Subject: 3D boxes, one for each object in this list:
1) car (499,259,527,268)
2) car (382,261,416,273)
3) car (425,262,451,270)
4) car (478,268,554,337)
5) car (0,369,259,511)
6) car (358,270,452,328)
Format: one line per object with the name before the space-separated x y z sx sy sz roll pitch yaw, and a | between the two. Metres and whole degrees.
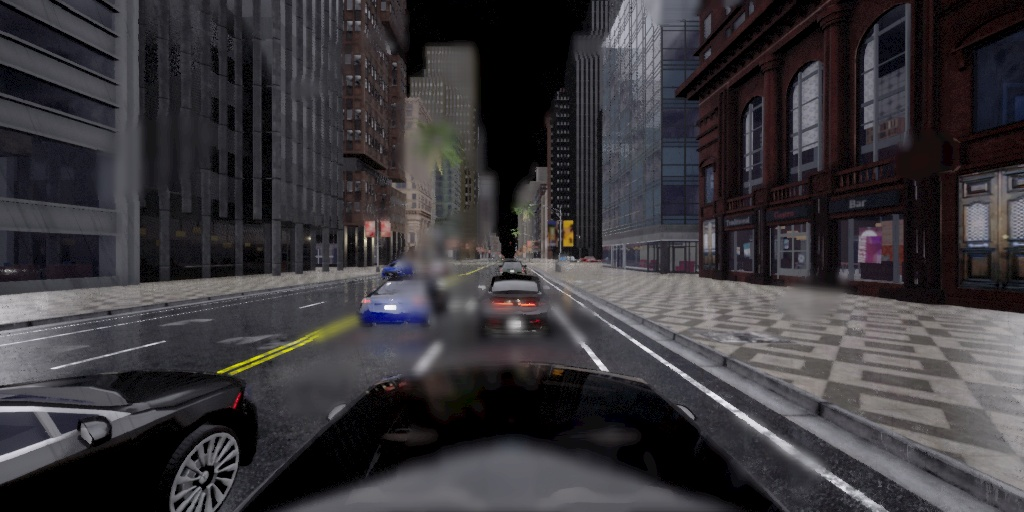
car | 0.058 1.102 27.674 2.097 1.767 4.553 0 0 1
car | -9.888 1.228 31.658 1.882 1.535 5.008 0 0 0
car | -6.638 1.276 32.173 1.812 1.442 4.674 0 0 0
car | 0.091 1.255 10.223 1.837 1.490 4.892 0 0 0
car | -3.147 1.241 1.179 2.128 1.511 4.902 0 0 0
car | -3.160 1.313 11.348 1.994 1.385 4.181 0 0 0
